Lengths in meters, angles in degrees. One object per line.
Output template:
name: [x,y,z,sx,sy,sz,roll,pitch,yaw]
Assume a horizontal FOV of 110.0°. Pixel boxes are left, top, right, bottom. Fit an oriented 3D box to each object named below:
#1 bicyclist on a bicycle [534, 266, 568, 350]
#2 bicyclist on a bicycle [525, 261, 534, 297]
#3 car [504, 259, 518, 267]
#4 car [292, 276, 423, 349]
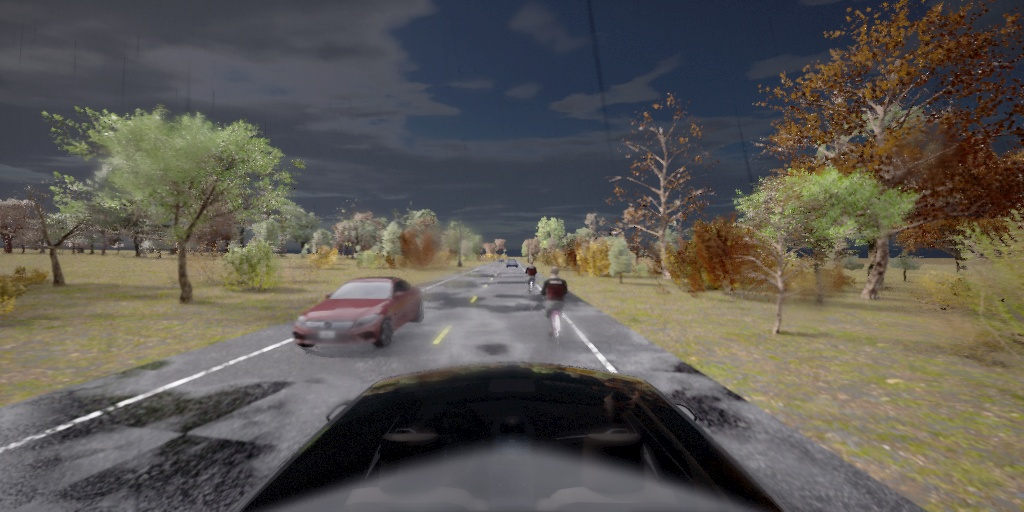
bicyclist on a bicycle: [0.958,1.120,8.154,0.659,1.776,1.843,0,0,0]
bicyclist on a bicycle: [0.956,1.121,17.895,0.659,1.776,1.843,0,0,0]
car: [0.045,1.354,65.263,1.994,1.385,4.181,0,0,1]
car: [-3.600,1.275,9.317,1.812,1.442,4.674,0,0,0]
